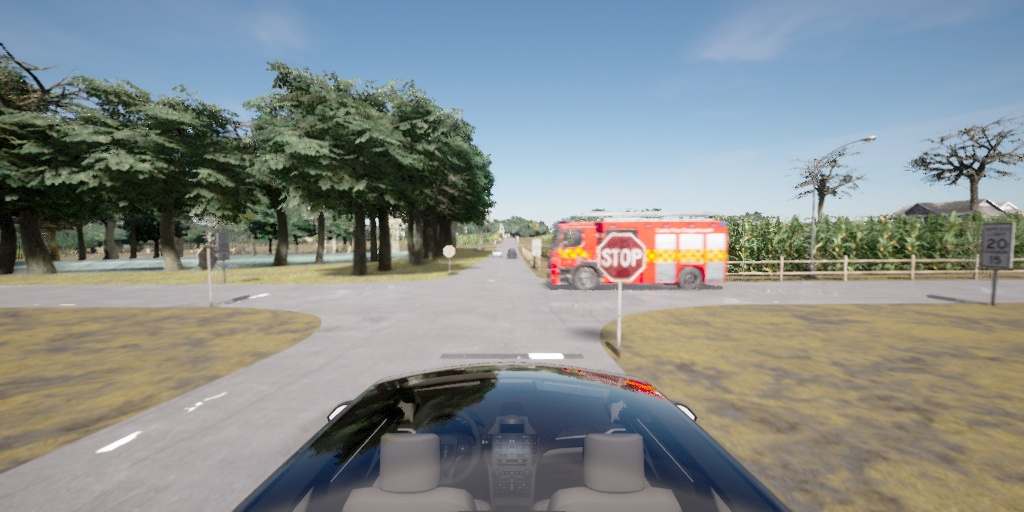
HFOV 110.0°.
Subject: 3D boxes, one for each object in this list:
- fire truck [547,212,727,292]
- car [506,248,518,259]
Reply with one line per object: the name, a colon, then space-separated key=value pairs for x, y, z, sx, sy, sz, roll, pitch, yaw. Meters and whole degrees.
fire truck: x=6.107 y=-0.264 z=18.429 sx=8.468 sy=3.827 sz=2.891 roll=0 pitch=3 yaw=0
car: x=0.005 y=-0.312 z=62.676 sx=2.128 sy=1.511 sz=4.902 roll=0 pitch=2 yaw=0
